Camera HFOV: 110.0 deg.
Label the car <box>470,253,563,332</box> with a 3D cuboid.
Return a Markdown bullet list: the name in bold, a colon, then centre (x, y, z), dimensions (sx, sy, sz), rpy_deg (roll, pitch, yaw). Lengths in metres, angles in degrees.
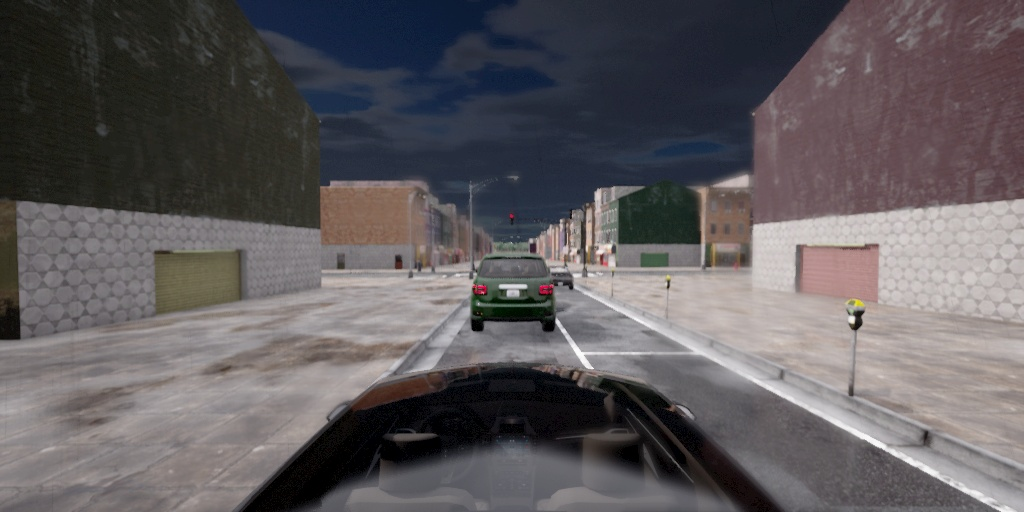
- **car**: centre (0.029, 0.941, 10.904), dimensions (2.150, 2.045, 5.566), rpy_deg (0, 0, 0)

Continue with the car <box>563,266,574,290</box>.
- **car**: centre (2.594, 1.238, 21.321), dimensions (2.007, 1.370, 4.403), rpy_deg (0, 0, 0)
